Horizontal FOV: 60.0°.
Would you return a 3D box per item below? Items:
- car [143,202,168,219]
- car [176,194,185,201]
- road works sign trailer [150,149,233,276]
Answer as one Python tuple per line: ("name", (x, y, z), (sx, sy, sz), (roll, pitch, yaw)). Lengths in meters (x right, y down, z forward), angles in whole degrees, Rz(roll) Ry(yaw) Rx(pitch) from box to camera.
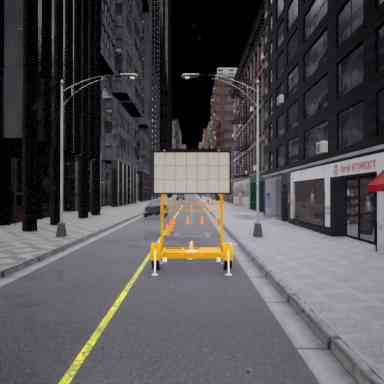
("car", (-3.123, 1.557, 29.692), (2.033, 1.411, 5.357), (0, 0, 0))
("car", (-3.067, 1.257, 89.710), (2.150, 2.045, 5.566), (0, 0, 0))
("road works sign trailer", (-0.006, 0.466, 10.360), (2.380, 3.560, 2.880), (0, 0, 0))
